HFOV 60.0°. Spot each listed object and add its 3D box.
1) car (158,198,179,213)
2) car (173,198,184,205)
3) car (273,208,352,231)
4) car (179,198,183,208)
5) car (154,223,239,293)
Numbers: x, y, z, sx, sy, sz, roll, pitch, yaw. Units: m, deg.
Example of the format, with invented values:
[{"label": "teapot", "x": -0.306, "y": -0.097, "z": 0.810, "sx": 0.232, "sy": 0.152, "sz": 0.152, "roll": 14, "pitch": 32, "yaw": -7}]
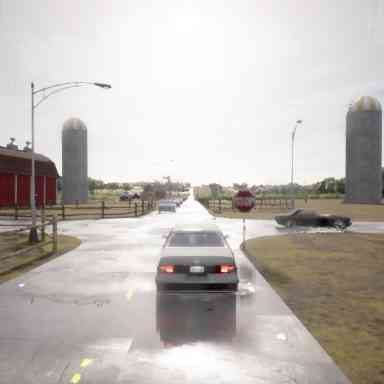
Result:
[{"label": "car", "x": -2.845, "y": 1.635, "z": 38.777, "sx": 1.882, "sy": 1.535, "sz": 5.008, "roll": 0, "pitch": 0, "yaw": 0}, {"label": "car", "x": -2.743, "y": 1.930, "z": 68.537, "sx": 2.128, "sy": 1.511, "sz": 4.902, "roll": 0, "pitch": 0, "yaw": 0}, {"label": "car", "x": 7.713, "y": 1.723, "z": 21.568, "sx": 4.718, "sy": 1.301, "sz": 1.895, "roll": 1, "pitch": 1, "yaw": 9}, {"label": "car", "x": -2.821, "y": 1.754, "z": 53.357, "sx": 2.128, "sy": 1.511, "sz": 4.902, "roll": 0, "pitch": -1, "yaw": 0}, {"label": "car", "x": 0.102, "y": 1.554, "z": 8.977, "sx": 2.033, "sy": 1.411, "sz": 5.357, "roll": 0, "pitch": 0, "yaw": 0}]
